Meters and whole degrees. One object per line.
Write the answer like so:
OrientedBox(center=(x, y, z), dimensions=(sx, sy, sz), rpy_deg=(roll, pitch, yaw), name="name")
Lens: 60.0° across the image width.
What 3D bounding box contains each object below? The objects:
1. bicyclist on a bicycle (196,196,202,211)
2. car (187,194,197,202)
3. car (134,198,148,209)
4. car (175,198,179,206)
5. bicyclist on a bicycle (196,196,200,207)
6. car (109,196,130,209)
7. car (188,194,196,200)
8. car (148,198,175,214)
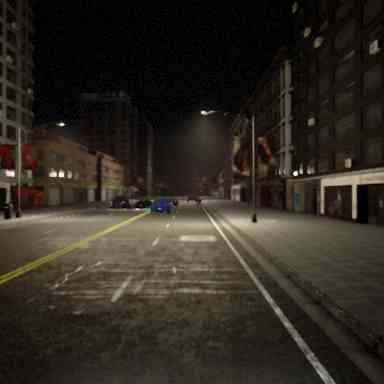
OrientedBox(center=(0.888, 1.366, 40.337), dimensions=(0.659, 1.776, 1.843), rpy_deg=(0, 0, 0), name="bicyclist on a bicycle")
OrientedBox(center=(-0.011, 1.329, 75.714), dimensions=(2.097, 1.767, 4.553), rpy_deg=(0, 0, 0), name="car")
OrientedBox(center=(-6.577, 1.558, 45.130), dimensions=(1.994, 1.385, 4.181), rpy_deg=(0, 0, 0), name="car")
OrientedBox(center=(-3.157, 1.592, 53.722), dimensions=(1.895, 1.301, 4.718), rpy_deg=(0, 0, 0), name="car")
OrientedBox(center=(0.887, 1.446, 49.205), dimensions=(0.582, 1.620, 1.656), rpy_deg=(0, 0, 0), name="bicyclist on a bicycle")
OrientedBox(center=(-9.826, 1.345, 45.488), dimensions=(2.097, 1.767, 4.553), rpy_deg=(0, 0, 0), name="car")
OrientedBox(center=(-0.012, 1.344, 87.447), dimensions=(1.882, 1.535, 5.008), rpy_deg=(0, 0, 0), name="car")
OrientedBox(center=(-3.157, 1.473, 35.073), dimensions=(1.882, 1.535, 5.008), rpy_deg=(0, 0, 0), name="car")
